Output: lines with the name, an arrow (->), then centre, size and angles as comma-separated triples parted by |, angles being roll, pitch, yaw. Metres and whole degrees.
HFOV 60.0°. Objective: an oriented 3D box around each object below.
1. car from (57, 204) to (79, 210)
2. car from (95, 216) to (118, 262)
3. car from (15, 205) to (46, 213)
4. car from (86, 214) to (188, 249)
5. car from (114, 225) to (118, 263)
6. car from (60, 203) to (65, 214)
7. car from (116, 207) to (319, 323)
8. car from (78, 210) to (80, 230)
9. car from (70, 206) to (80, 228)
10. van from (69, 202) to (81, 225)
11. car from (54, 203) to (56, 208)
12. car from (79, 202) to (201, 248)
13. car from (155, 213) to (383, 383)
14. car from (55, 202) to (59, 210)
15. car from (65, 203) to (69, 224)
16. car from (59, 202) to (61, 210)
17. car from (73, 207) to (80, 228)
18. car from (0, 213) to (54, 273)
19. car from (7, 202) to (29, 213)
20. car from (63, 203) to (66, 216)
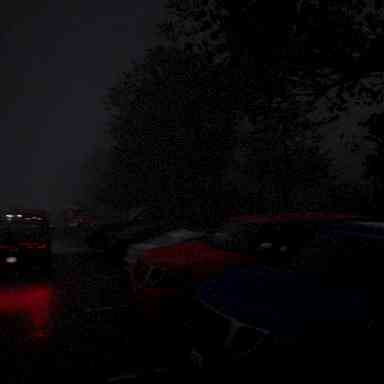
car -> -29.831, 3.596, 79.878 | 4.892, 1.521, 2.231 | 2, -2, -23
car -> -0.655, 1.794, 12.012 | 5.008, 1.535, 2.097 | 2, -2, -23
car -> -11.247, 1.960, 23.851 | 1.837, 1.490, 4.892 | 2, -1, -23
car -> -2.830, 1.925, 17.138 | 4.792, 1.488, 2.163 | 2, -2, -23
car -> 0.400, 1.787, 9.569 | 4.674, 1.452, 2.002 | 2, -2, -23
car -> -13.862, 2.455, 42.703 | 5.008, 1.535, 2.097 | 2, -2, -23
car -> 1.533, 1.447, 6.897 | 5.566, 2.045, 2.435 | 2, -2, -23
car -> -3.987, 1.976, 19.672 | 4.792, 1.488, 2.163 | 2, -2, -23
car -> -7.270, 2.148, 27.354 | 4.674, 1.452, 2.002 | 2, -2, -23
van -> -9.360, 1.992, 32.525 | 4.442, 1.987, 1.878 | 2, -2, -23
car -> -28.530, 3.501, 76.876 | 5.008, 1.535, 2.097 | 2, -2, -23
car -> -1.775, 1.591, 14.568 | 5.566, 2.045, 2.435 | 2, -2, -23
car -> 2.588, 1.405, 4.453 | 5.566, 2.045, 2.435 | 2, -2, -23
car -> -27.297, 3.450, 73.979 | 4.674, 1.452, 2.002 | 2, -2, -23
car -> -10.596, 2.144, 35.018 | 4.553, 1.767, 2.185 | 2, -2, -23
car -> -16.068, 2.595, 47.814 | 5.008, 1.535, 2.097 | 2, -2, -23
car -> -5.067, 2.001, 22.239 | 5.008, 1.535, 2.097 | 2, -2, -23
car -> -5.730, 1.670, 11.086 | 1.882, 1.535, 5.008 | 2, -1, -23
car -> -24.917, 2.512, 47.259 | 2.033, 1.411, 5.357 | 2, -2, -23
car -> -12.766, 2.431, 40.141 | 4.674, 1.452, 2.002 | 2, -2, -23
